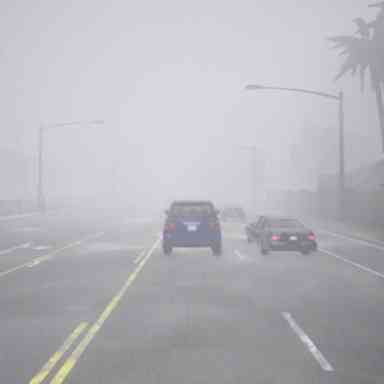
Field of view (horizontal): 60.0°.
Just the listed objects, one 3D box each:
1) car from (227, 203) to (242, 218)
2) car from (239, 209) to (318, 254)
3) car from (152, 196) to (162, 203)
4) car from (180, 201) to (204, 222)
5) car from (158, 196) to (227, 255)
[{"bbox_3d":[3.514,1.668,29.391,1.812,1.442,4.674,0,0,0],"label":"car"},{"bbox_3d":[3.505,1.656,13.996,2.033,1.411,5.357,0,0,0],"label":"car"},{"bbox_3d":[-7.535,1.622,75.965,1.882,1.535,5.008,0,0,17],"label":"car"},{"bbox_3d":[0.015,1.625,29.482,1.882,1.535,5.008,0,0,0],"label":"car"},{"bbox_3d":[0.005,1.330,14.002,2.150,2.045,5.566,0,0,0],"label":"car"}]
